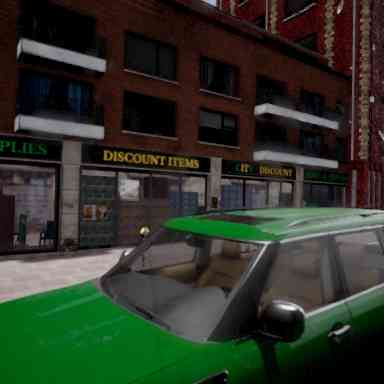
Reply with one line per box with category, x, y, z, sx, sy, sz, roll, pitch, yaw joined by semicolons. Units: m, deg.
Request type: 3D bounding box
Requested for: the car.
car;0.560;1.225;3.342;5.566;2.045;2.150;0;0;-35
